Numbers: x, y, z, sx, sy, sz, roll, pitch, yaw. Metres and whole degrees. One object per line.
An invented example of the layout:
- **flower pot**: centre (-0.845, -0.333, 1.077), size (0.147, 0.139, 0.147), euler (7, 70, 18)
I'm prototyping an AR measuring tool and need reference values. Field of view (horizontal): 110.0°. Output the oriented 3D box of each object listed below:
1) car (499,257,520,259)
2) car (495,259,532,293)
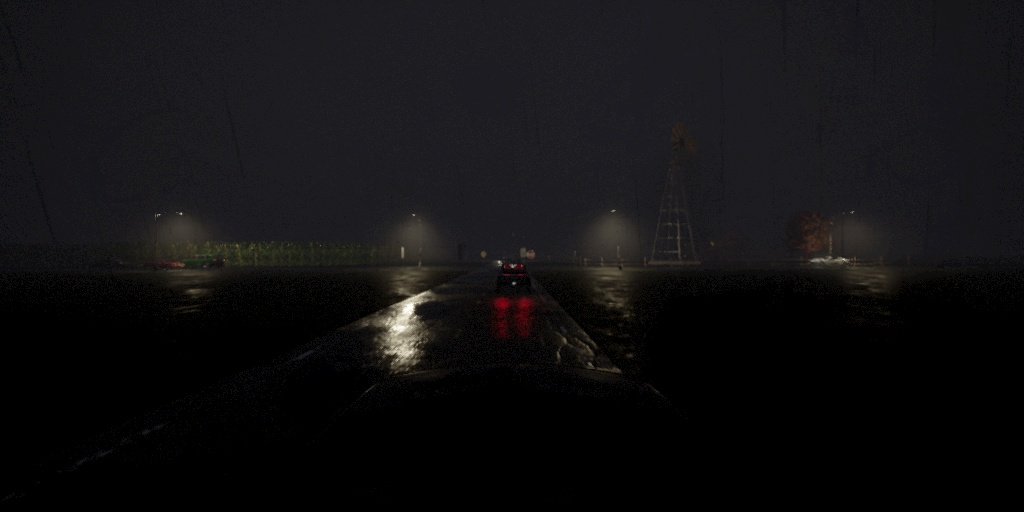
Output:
- **car**: centre (0.112, 0.904, 33.808), size (2.097, 1.767, 4.553), euler (0, 0, 0)
- **car**: centre (0.096, 1.131, 19.982), size (2.128, 1.511, 4.902), euler (0, 0, 0)
